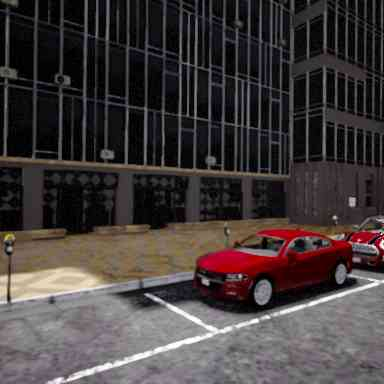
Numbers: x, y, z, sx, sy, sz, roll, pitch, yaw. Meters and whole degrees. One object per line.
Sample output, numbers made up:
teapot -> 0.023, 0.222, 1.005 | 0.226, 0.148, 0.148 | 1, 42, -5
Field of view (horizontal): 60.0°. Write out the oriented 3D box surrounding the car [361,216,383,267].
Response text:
car -> 6.617, 1.550, 11.276 | 4.097, 1.590, 1.967 | 1, 0, -36

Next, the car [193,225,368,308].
car -> 2.107, 1.603, 8.059 | 4.507, 1.381, 1.887 | 1, 0, -36
